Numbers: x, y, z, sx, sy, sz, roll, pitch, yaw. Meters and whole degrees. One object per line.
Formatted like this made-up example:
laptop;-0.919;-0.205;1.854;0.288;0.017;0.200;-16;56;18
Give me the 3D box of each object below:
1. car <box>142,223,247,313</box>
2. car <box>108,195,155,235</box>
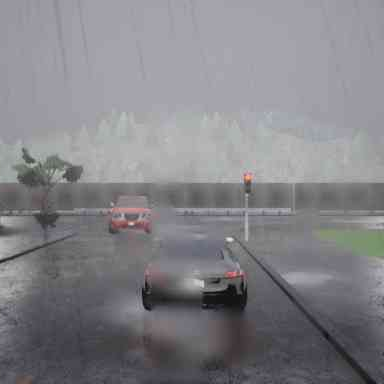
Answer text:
car;0.053;1.564;7.771;1.994;1.385;4.181;0;0;0
car;-3.397;1.221;19.235;2.150;2.045;5.566;2;0;-9
